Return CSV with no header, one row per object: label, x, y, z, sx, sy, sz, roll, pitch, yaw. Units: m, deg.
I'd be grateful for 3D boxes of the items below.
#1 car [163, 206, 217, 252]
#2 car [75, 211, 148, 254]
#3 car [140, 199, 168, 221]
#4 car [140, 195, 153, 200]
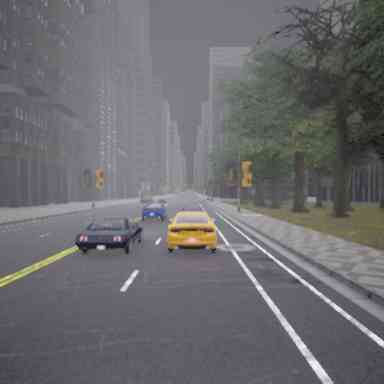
car,0.009,1.587,14.463,1.882,1.535,5.008,0,0,0
car,-3.246,1.708,14.102,1.895,1.301,4.718,0,0,0
car,-3.240,1.663,29.470,1.882,1.535,5.008,0,0,0
car,-9.743,1.575,71.616,2.150,2.045,5.566,0,0,0
